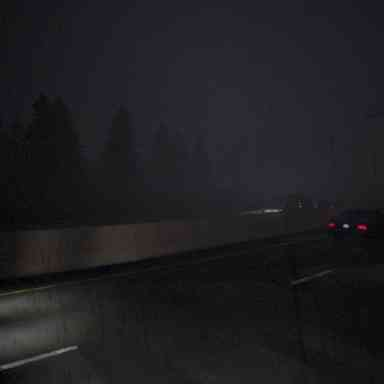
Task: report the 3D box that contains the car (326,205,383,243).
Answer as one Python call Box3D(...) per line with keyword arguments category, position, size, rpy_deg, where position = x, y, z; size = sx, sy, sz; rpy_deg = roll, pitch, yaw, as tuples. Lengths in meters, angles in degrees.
Box3D(category="car", position=(8.232, 1.469, 15.727), size=(2.033, 1.411, 5.357), rpy_deg=(0, 0, 45))

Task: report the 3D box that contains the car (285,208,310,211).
Box3D(category="car", position=(11.773, 1.082, 36.728), size=(2.150, 2.045, 5.566), rpy_deg=(0, 0, 34))
